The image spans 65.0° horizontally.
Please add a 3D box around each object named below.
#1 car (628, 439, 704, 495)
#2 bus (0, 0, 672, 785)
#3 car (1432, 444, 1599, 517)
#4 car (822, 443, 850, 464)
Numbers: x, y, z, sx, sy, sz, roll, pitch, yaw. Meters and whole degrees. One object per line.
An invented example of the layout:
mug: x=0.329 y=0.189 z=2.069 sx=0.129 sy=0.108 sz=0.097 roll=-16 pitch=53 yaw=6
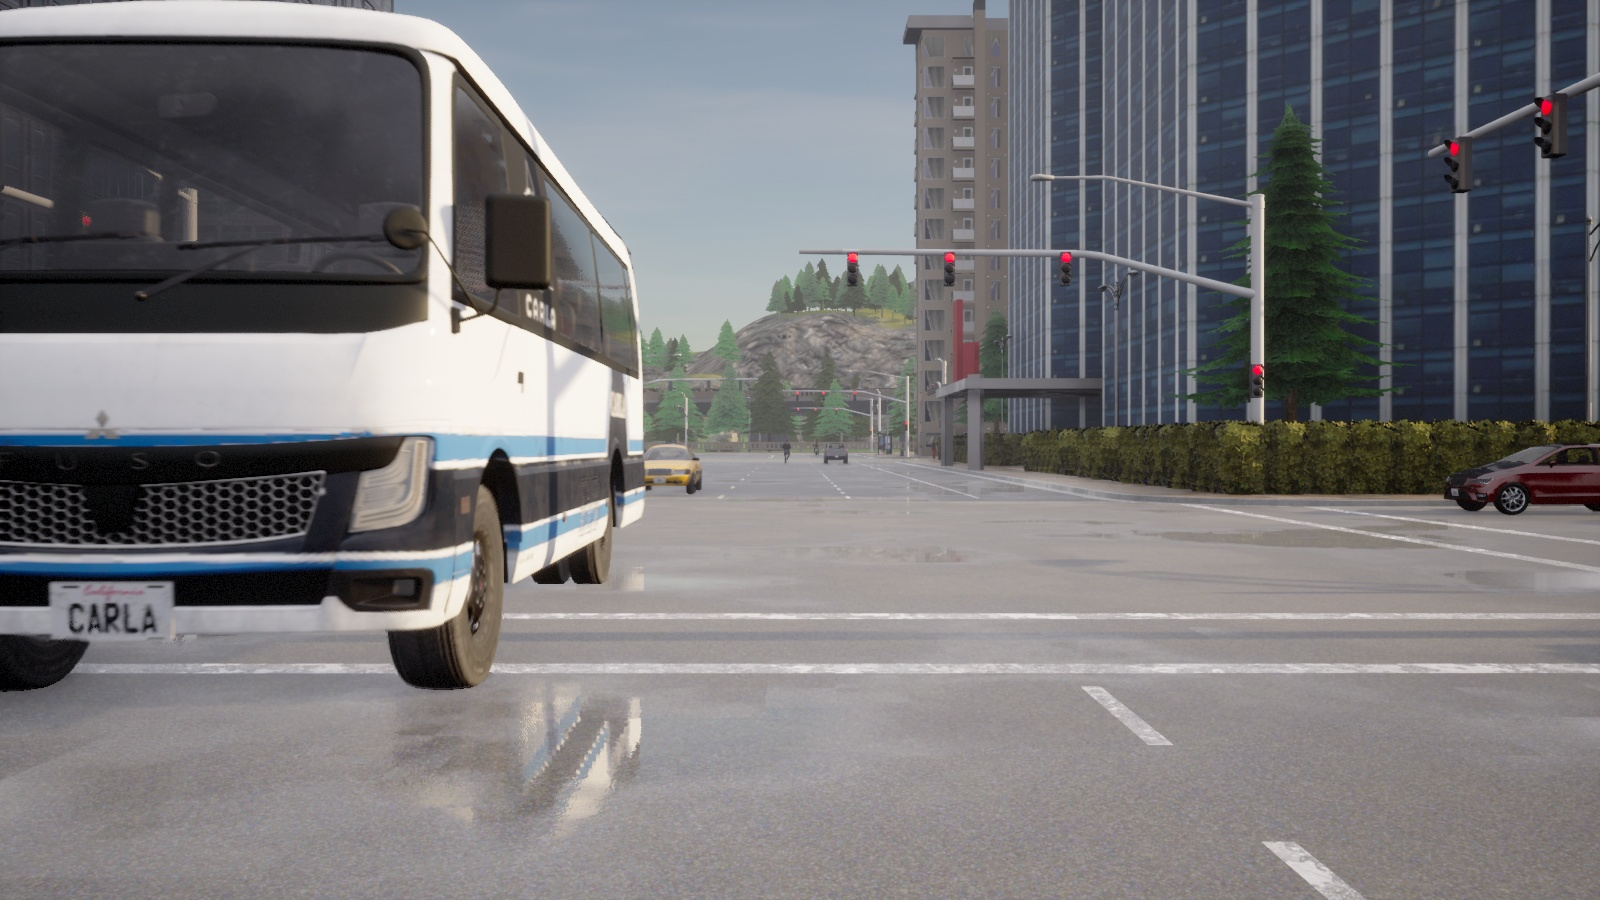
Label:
car: x=-3.972 y=0.468 z=38.037 sx=1.801 sy=1.575 sz=5.366 roll=0 pitch=0 yaw=-1
bus: x=-3.509 y=-0.693 z=10.608 sx=3.944 sy=4.253 sz=10.273 roll=0 pitch=0 yaw=-1
car: x=15.923 y=0.623 z=26.546 sx=4.193 sy=1.474 sz=1.816 roll=0 pitch=0 yaw=0
car: x=2.553 y=0.252 z=90.334 sx=1.845 sy=1.501 sz=3.633 roll=0 pitch=0 yaw=-1
